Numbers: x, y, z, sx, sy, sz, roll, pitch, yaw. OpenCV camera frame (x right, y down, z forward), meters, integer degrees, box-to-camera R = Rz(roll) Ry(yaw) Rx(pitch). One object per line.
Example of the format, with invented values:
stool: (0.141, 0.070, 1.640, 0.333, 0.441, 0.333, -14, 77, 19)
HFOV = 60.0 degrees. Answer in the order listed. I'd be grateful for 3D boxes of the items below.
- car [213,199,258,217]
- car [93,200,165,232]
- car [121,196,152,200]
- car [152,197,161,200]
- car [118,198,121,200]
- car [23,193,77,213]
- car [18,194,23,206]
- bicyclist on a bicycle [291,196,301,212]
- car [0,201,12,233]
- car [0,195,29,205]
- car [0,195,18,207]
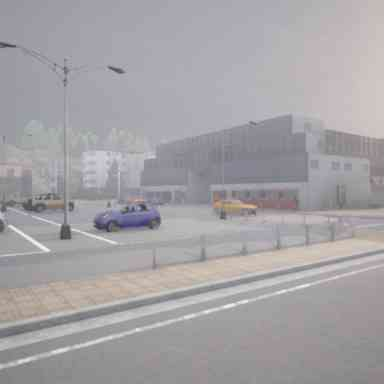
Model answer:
car: (4.071, 1.460, 31.509, 1.882, 1.535, 5.008, 0, 0, -35)
car: (-3.611, 1.373, 18.453, 3.633, 1.501, 1.845, 0, 0, -35)
car: (-8.295, 1.332, 49.217, 2.097, 1.767, 4.553, 0, 0, -35)
car: (-6.219, 1.529, 52.541, 2.033, 1.411, 5.357, 0, 0, -35)
car: (-11.955, 1.486, 60.636, 1.837, 1.490, 4.892, 0, 0, -35)
car: (-14.170, 1.096, 33.747, 4.605, 1.855, 1.932, 0, 0, -35)
car: (-16.176, 1.076, 35.889, 3.866, 1.878, 1.905, 0, 0, -35)
bicyclist on a bicycle: (10.860, 1.282, 34.861, 1.656, 1.620, 0.582, 0, 0, -35)
car: (-11.398, 1.384, 16.632, 3.806, 1.475, 1.970, 0, 0, -35)
car: (-27.472, 1.231, 51.432, 3.806, 1.475, 1.970, 0, 0, -35)
car: (-23.523, 1.152, 46.364, 5.027, 1.636, 2.152, 0, 0, -35)
